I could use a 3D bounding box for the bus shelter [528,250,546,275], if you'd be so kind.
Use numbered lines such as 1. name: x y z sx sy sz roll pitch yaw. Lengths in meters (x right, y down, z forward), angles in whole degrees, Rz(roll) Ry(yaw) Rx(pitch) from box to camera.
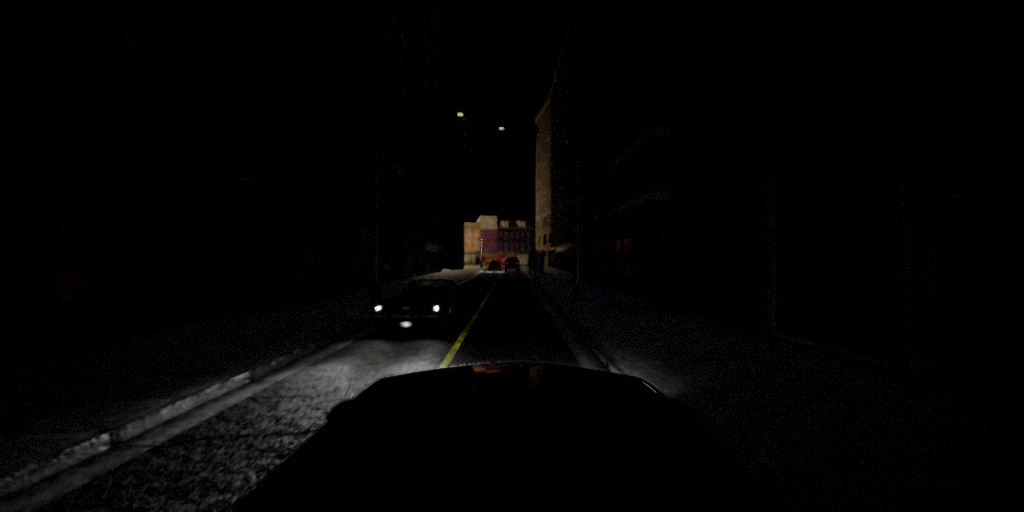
1. bus shelter: 2.892 0.777 40.476 1.920 2.740 3.880 0 0 0

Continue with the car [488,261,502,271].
1. car: -2.546 1.458 54.049 1.837 1.490 4.892 0 0 1

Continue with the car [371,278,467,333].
1. car: -2.600 1.386 11.049 1.895 1.301 4.718 0 0 0

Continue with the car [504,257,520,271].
1. car: 0.023 1.167 52.092 2.150 2.045 5.566 0 0 0

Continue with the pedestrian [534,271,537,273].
1. pedestrian: 2.892 1.053 43.054 0.375 1.860 0.375 0 -1 -10
